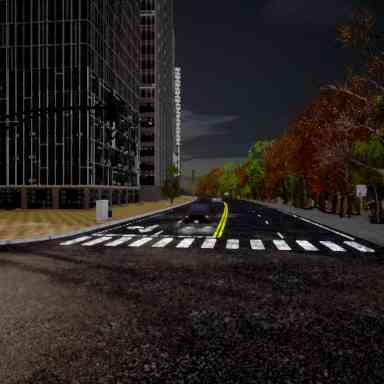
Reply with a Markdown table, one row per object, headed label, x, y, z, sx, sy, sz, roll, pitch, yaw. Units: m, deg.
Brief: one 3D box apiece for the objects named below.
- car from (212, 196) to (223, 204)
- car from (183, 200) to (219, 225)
| label | x | y | z | sx | sy | sz | roll | pitch | yaw |
| --- | --- | --- | --- | --- | --- | --- | --- | --- | --- |
| car | 4.701 | 1.440 | 63.006 | 1.812 | 1.442 | 4.674 | 0 | 0 | 5 |
| car | 0.624 | 1.553 | 24.566 | 2.033 | 1.411 | 5.357 | 0 | 0 | 7 |
